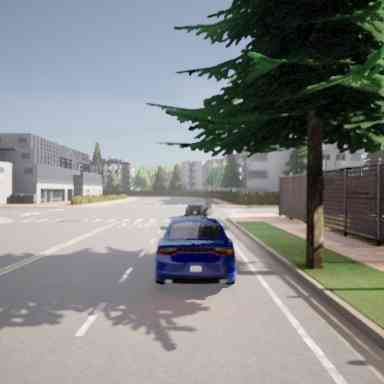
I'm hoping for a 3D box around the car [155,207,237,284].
[{"bbox_3d":[0.081,1.432,9.434,1.882,1.535,5.008,0,1,0],"label":"car"}]

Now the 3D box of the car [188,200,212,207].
[{"bbox_3d":[0.660,1.395,27.975,1.812,1.442,4.674,0,0,10],"label":"car"}]
